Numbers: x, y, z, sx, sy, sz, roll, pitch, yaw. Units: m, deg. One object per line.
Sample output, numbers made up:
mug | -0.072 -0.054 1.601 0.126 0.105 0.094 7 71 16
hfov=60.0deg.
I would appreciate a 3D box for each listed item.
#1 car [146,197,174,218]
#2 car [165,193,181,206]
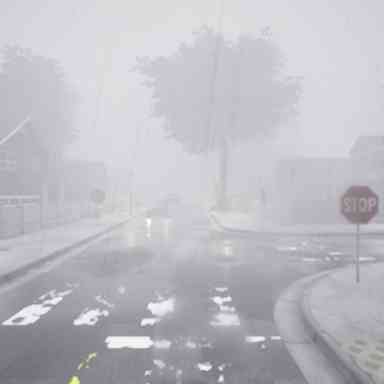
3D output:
car | -2.907 1.473 29.511 1.812 1.442 4.674 0 0 0
car | -2.931 1.125 51.270 2.150 2.045 5.566 0 0 0
